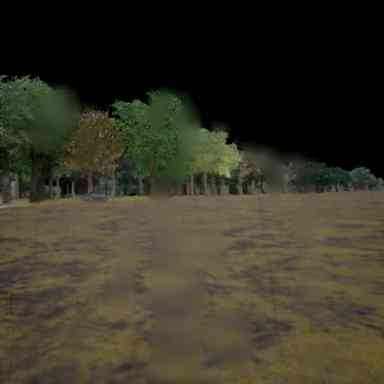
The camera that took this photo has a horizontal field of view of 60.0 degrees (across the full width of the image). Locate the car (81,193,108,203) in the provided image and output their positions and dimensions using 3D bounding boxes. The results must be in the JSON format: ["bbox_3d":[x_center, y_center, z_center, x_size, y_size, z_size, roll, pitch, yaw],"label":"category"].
[{"bbox_3d":[-16.606,1.012,56.780,1.837,1.490,4.892,-3,-1,36],"label":"car"}]
